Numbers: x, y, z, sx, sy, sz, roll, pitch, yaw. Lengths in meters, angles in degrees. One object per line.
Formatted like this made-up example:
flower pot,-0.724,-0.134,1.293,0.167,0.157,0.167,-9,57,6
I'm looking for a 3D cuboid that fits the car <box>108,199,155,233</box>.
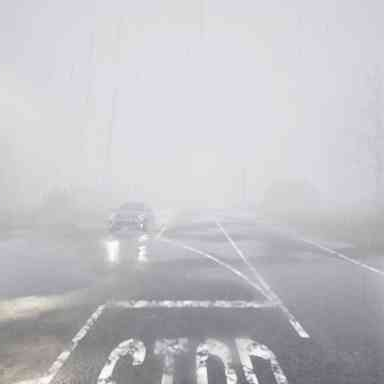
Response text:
car,-3.438,1.336,19.521,2.097,1.767,4.553,0,0,0
